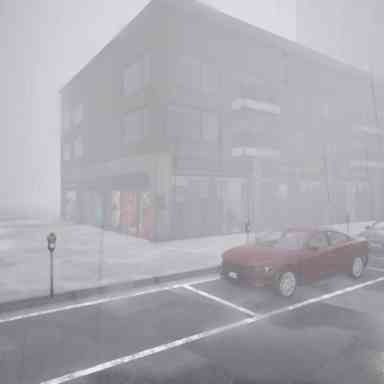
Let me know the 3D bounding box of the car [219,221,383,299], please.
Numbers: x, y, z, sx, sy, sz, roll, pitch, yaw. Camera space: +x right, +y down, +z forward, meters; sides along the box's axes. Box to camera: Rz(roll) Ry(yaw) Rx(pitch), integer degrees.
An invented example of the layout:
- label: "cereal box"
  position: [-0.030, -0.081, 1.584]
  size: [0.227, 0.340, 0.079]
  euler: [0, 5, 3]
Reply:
- label: "car"
  position: [2.712, 1.544, 8.461]
  size: [4.507, 1.381, 1.887]
  euler: [0, 0, -35]

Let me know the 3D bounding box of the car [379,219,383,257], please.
- label: "car"
  position: [7.212, 1.580, 11.666]
  size: [4.206, 1.307, 1.802]
  euler: [0, 0, -35]
